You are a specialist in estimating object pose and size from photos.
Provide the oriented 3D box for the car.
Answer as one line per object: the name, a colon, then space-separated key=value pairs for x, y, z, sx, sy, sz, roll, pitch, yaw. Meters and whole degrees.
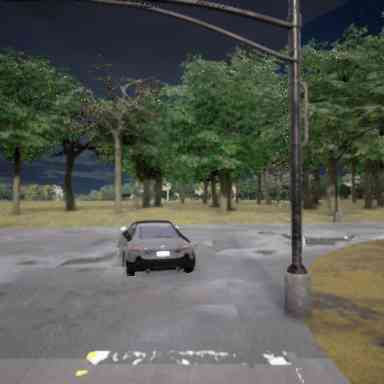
car: x=-1.292 y=1.592 z=10.664 sx=1.994 sy=1.385 sz=4.181 roll=0 pitch=0 yaw=-15
